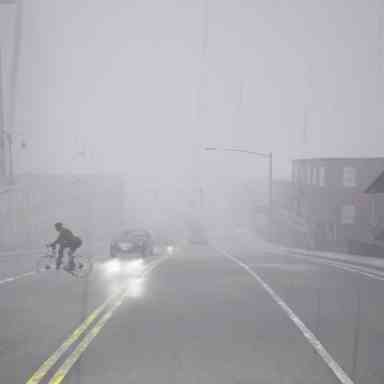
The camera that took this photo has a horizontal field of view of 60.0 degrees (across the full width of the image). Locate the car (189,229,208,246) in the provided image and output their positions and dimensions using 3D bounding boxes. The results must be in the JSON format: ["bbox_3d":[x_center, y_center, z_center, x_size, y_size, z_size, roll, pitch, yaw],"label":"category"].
[{"bbox_3d":[0.697,4.990,35.500,1.994,1.385,4.181,0,-5,1],"label":"car"}]

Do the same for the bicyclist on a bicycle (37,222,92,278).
[{"bbox_3d":[-3.717,1.706,9.682,1.656,1.620,0.582,-2,-4,3],"label":"bicyclist on a bicycle"}]

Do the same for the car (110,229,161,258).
[{"bbox_3d":[-3.291,2.879,19.006,2.128,1.511,4.902,0,-7,1],"label":"car"}]

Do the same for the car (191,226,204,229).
[{"bbox_3d":[0.862,5.362,45.429,2.033,1.411,5.357,0,0,1],"label":"car"}]

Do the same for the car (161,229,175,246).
[{"bbox_3d":[-2.992,4.768,35.495,2.097,1.767,4.553,0,-4,1],"label":"car"}]
